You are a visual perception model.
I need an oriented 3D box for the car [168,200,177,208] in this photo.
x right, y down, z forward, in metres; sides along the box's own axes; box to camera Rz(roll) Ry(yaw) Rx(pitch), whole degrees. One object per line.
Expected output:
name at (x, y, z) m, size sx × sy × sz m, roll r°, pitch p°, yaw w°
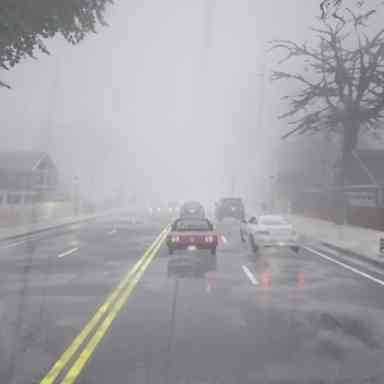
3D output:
car at (-3.225, 2.141, 60.448) m, size 1.994 × 1.385 × 4.181 m, roll 0°, pitch -1°, yaw 0°

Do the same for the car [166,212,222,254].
car at (0.009, 1.735, 14.107) m, size 1.895 × 1.301 × 4.718 m, roll 0°, pitch -1°, yaw 0°

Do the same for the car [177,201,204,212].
car at (0.017, 1.629, 29.083) m, size 2.097 × 1.767 × 4.553 m, roll 0°, pitch -1°, yaw 0°

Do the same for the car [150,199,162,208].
car at (-6.475, 2.088, 60.450) m, size 1.837 × 1.490 × 4.892 m, roll 0°, pitch -1°, yaw 0°

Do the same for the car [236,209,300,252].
car at (3.262, 1.663, 14.395) m, size 1.812 × 1.442 × 4.674 m, roll 0°, pitch 0°, yaw 0°

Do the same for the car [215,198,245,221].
car at (3.265, 1.494, 29.027) m, size 2.150 × 2.045 × 5.566 m, roll 0°, pitch 0°, yaw 0°
